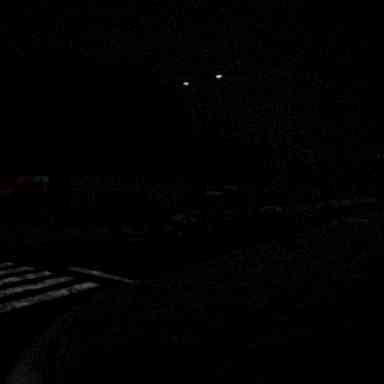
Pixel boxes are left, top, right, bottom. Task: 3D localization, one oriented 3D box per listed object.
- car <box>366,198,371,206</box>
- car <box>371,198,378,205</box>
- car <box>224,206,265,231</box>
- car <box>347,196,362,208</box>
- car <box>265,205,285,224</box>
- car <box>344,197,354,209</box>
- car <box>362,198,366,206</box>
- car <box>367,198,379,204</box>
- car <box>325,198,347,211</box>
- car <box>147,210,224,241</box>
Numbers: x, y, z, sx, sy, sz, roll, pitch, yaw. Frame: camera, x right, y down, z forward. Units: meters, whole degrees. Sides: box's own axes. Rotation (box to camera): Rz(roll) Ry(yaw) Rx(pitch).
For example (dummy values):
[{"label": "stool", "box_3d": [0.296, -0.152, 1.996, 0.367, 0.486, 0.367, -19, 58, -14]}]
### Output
[{"label": "car", "box_3d": [32.234, 1.825, 63.424, 1.967, 1.590, 4.097, 0, -1, 35]}, {"label": "car", "box_3d": [38.673, 1.993, 72.561, 1.752, 1.417, 4.829, 0, -1, 35]}, {"label": "car", "box_3d": [2.818, 1.663, 21.677, 1.947, 1.339, 4.313, 0, 0, 35]}, {"label": "car", "box_3d": [25.697, 1.623, 54.148, 2.192, 1.841, 5.009, 0, -1, 35]}, {"label": "car", "box_3d": [6.086, 1.704, 26.315, 1.802, 1.307, 4.206, 0, 0, 35]}, {"label": "car", "box_3d": [22.331, 1.797, 49.369, 1.752, 1.417, 4.829, 0, -1, 35]}, {"label": "car", "box_3d": [28.966, 1.927, 58.785, 1.802, 1.307, 4.206, 0, -1, 35]}, {"label": "car", "box_3d": [42.039, 2.064, 77.339, 2.008, 1.369, 4.403, -1, -1, 35]}, {"label": "car", "box_3d": [19.160, 1.822, 44.869, 1.802, 1.307, 4.206, 0, -1, 35]}, {"label": "car", "box_3d": [-0.451, 1.625, 17.038, 2.008, 1.369, 4.403, 0, 0, 35]}]
